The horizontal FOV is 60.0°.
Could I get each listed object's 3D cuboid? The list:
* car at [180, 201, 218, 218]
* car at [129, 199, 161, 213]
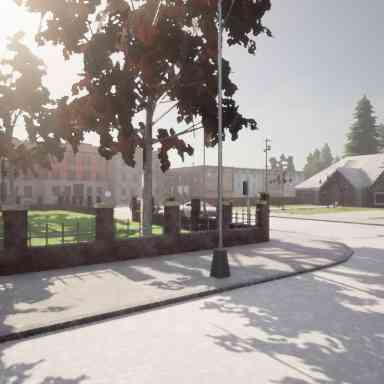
[{"bbox_3d":[0.636,1.531,28.383,1.812,1.442,4.674,0,0,-36],"label":"car"},{"bbox_3d":[-5.253,1.497,36.698,2.128,1.511,4.902,0,0,-35],"label":"car"}]
